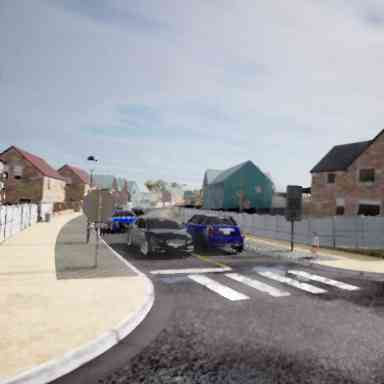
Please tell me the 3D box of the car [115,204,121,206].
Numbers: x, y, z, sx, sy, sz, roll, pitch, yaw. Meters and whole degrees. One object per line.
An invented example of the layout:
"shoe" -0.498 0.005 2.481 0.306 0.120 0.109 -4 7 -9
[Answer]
"car" -7.616 2.138 33.067 2.097 1.767 4.553 3 -2 -14

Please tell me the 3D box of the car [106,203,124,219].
"car" -9.875 2.376 42.948 2.097 1.767 4.553 3 -2 -10

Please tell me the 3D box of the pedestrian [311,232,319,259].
"pedestrian" 4.929 2.062 13.160 0.500 1.100 0.500 3 -2 -23

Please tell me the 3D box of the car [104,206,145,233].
"car" -4.945 2.027 23.878 1.882 1.535 5.008 3 -3 -18

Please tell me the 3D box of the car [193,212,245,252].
"car" 0.736 1.848 16.507 2.097 1.767 4.553 4 -3 -22

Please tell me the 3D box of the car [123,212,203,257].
"car" -1.498 1.821 14.497 1.837 1.490 4.892 3 -3 -22
